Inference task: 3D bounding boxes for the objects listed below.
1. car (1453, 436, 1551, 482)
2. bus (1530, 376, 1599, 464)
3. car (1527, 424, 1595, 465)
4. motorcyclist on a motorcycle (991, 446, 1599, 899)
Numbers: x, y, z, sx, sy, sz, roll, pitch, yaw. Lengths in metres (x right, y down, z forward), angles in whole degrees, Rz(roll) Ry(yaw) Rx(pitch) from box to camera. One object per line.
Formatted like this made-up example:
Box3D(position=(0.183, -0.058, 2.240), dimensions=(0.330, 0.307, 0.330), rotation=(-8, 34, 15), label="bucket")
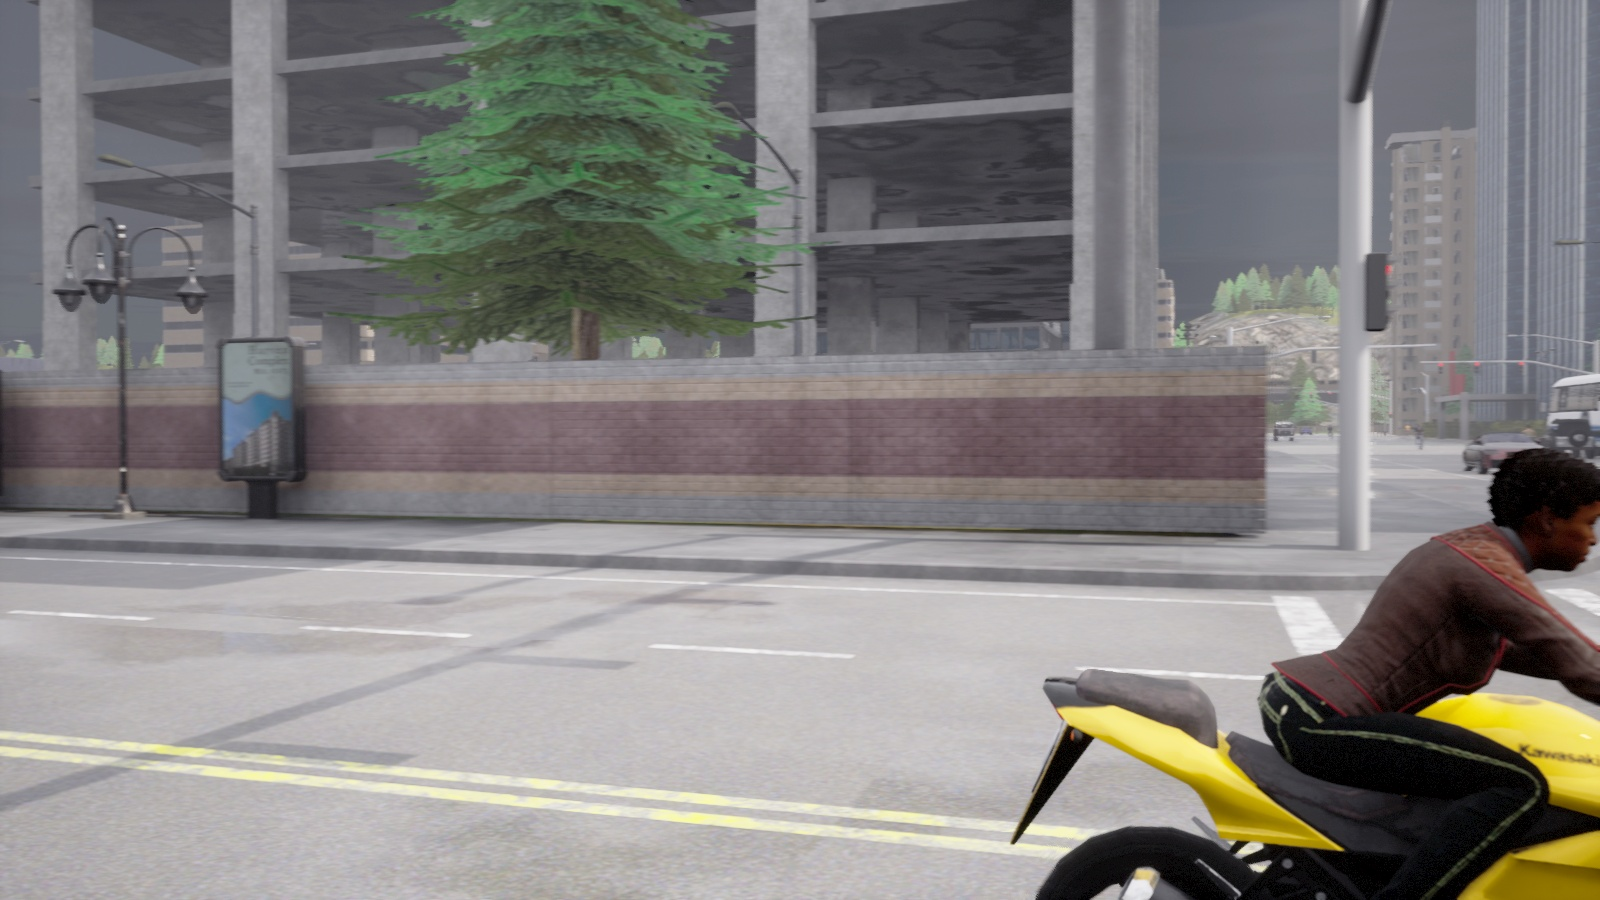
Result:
Box3D(position=(23.139, 0.251, 41.564), dimensions=(1.994, 1.385, 4.181), rotation=(1, 1, 17), label="car")
Box3D(position=(41.689, -1.531, 65.543), dimensions=(3.944, 4.253, 10.273), rotation=(1, 1, 17), label="bus")
Box3D(position=(36.236, -0.283, 59.890), dimensions=(1.905, 1.878, 3.866), rotation=(1, 1, 17), label="car")
Box3D(position=(1.500, 0.764, 2.781), dimensions=(2.044, 1.523, 0.797), rotation=(1, 1, 16), label="motorcyclist on a motorcycle")
